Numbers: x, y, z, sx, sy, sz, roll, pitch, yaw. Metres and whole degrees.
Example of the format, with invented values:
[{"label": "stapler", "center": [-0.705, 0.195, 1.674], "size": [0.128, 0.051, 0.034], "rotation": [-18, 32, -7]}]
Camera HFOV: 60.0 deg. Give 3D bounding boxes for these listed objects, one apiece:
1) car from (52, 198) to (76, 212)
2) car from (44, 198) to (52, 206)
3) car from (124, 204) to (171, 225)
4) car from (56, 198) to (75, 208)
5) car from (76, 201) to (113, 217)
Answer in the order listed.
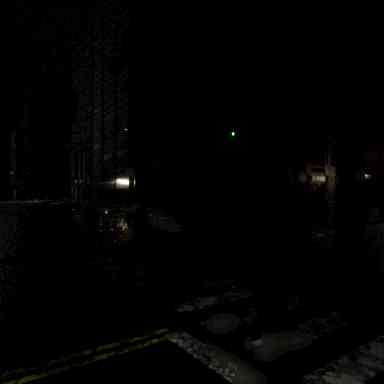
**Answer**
[{"label": "car", "center": [-15.469, 1.724, 41.395], "size": [2.033, 1.411, 5.357], "rotation": [1, -1, -34]}, {"label": "car", "center": [-26.467, 1.802, 62.431], "size": [2.128, 1.511, 4.902], "rotation": [1, -1, -36]}, {"label": "car", "center": [-3.386, 1.607, 24.331], "size": [1.812, 1.442, 4.674], "rotation": [1, -1, -37]}, {"label": "car", "center": [-20.676, 1.790, 54.255], "size": [1.812, 1.442, 4.674], "rotation": [1, -1, -35]}, {"label": "car", "center": [-9.327, 1.620, 32.701], "size": [2.128, 1.511, 4.902], "rotation": [1, -1, -35]}]
